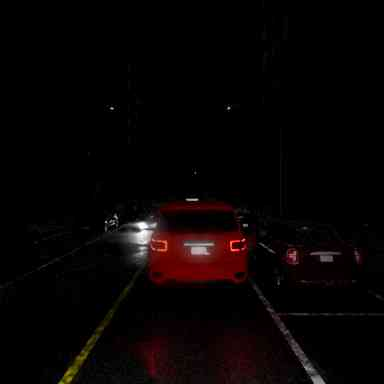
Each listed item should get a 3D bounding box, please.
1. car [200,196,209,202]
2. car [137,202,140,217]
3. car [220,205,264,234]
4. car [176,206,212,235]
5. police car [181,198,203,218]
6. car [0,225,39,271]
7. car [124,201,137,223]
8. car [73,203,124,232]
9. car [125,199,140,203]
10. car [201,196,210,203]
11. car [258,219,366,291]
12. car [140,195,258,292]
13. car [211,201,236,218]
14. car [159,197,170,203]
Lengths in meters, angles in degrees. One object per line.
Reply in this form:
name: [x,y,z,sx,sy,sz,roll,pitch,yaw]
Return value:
car: [2.946,1.617,78.911,2.008,1.369,4.403,0,0,0]
car: [-3.032,1.603,27.289,1.895,1.301,4.718,0,0,1]
car: [2.863,1.552,20.001,2.008,1.369,4.403,0,0,0]
car: [0.108,1.602,19.967,1.895,1.301,4.718,0,0,0]
police car: [0.017,1.429,31.422,1.930,1.638,5.238,0,0,0]
car: [-5.667,1.582,9.002,1.802,1.307,4.206,0,0,0]
car: [-5.660,1.584,25.506,1.802,1.307,4.206,0,0,0]
car: [-5.662,1.567,20.005,1.947,1.339,4.313,0,0,0]
car: [-5.657,1.444,31.008,1.967,1.590,4.097,0,0,0]
car: [2.933,1.580,73.673,1.752,1.417,4.829,0,0,0]
car: [2.858,1.440,8.998,1.967,1.590,4.097,0,0,0]
car: [0.108,1.221,9.082,2.150,2.045,5.566,0,0,-1]
car: [2.869,1.569,31.003,1.947,1.339,4.313,0,0,0]
car: [-5.604,1.626,68.111,1.802,1.307,4.206,0,0,0]
